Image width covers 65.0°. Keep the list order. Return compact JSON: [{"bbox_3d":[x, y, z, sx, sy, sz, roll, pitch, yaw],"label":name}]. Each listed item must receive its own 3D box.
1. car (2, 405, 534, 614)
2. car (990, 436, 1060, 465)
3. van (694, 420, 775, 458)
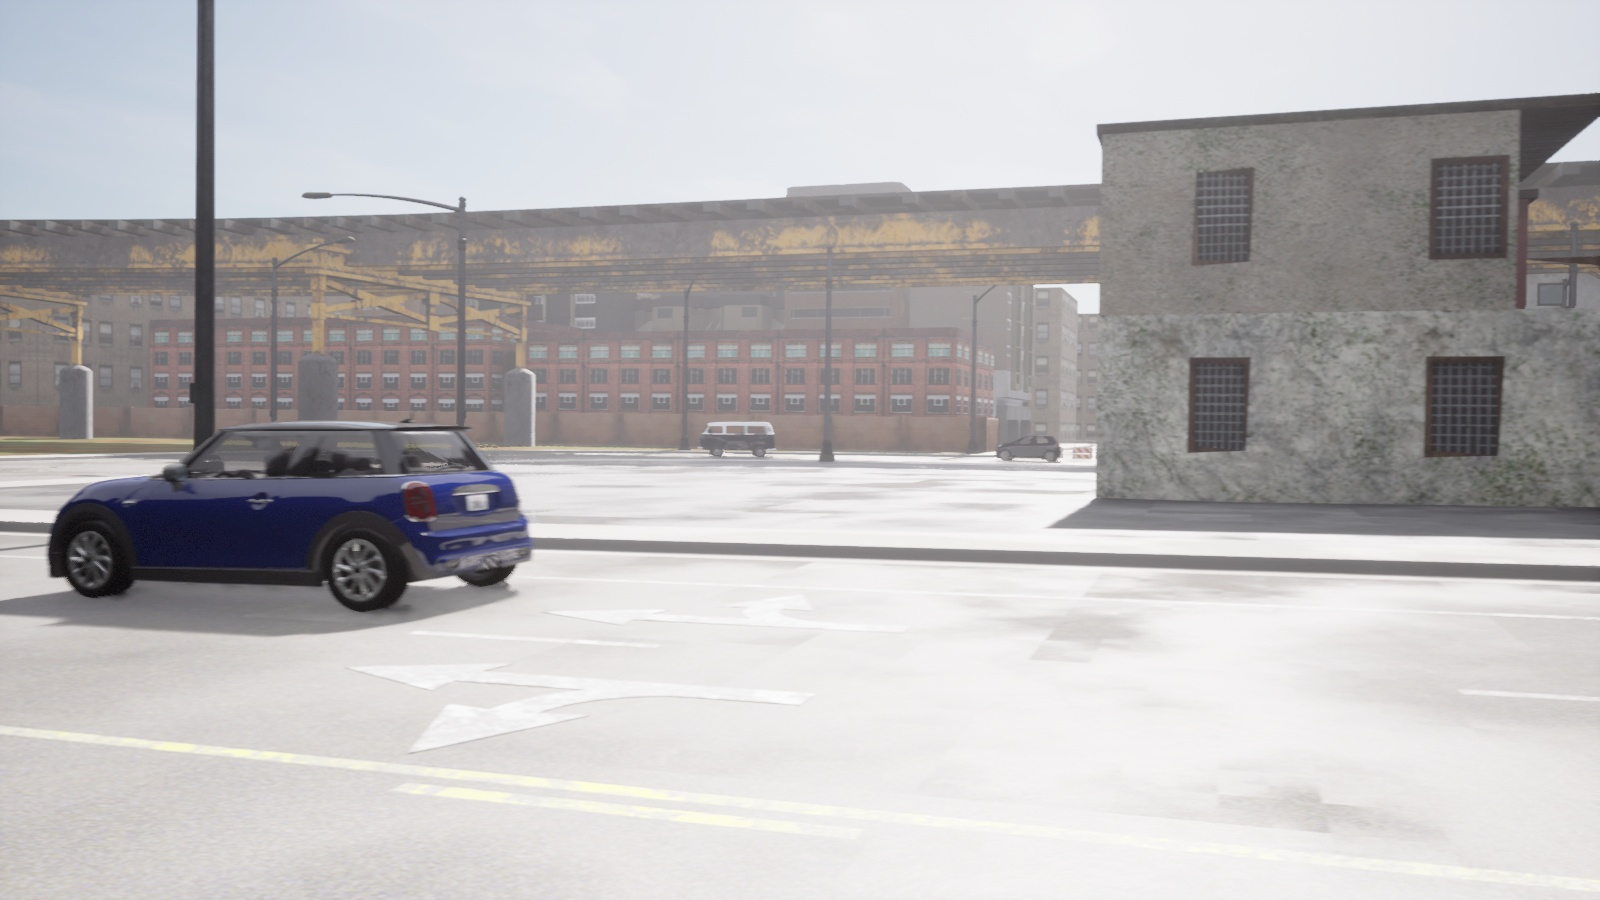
[{"bbox_3d":[-5.157,0.467,12.312,4.553,1.767,2.097,1,1,19],"label":"car"},{"bbox_3d":[12.674,0.016,70.651,3.633,1.501,1.845,2,1,18],"label":"car"},{"bbox_3d":[-3.794,-0.651,72.304,4.480,2.038,2.069,1,1,-7],"label":"van"}]
